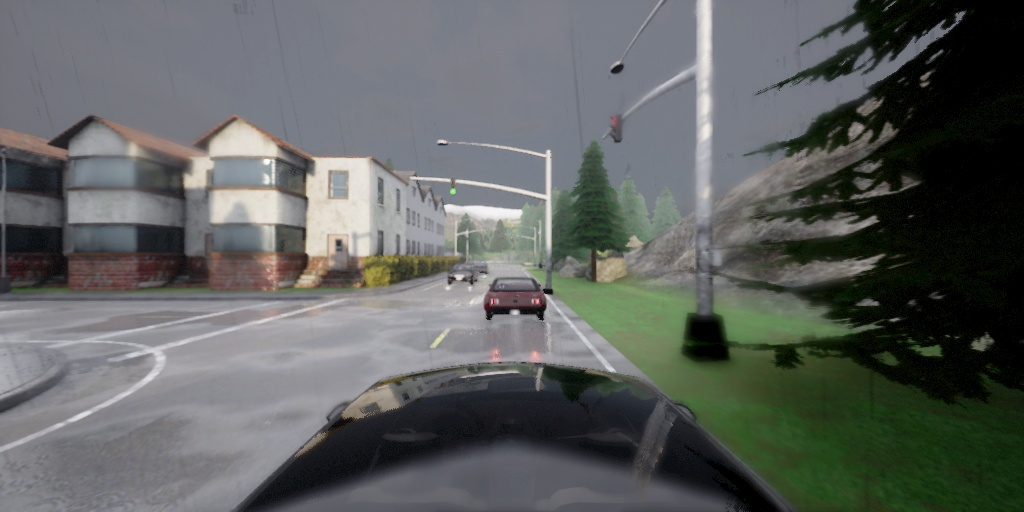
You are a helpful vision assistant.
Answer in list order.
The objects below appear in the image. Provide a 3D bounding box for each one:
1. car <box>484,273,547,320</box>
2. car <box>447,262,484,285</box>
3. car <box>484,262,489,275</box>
[{"bbox_3d":[0.094,1.376,12.757,1.895,1.301,4.718,0,0,0],"label":"car"},{"bbox_3d":[-3.605,1.298,26.923,2.128,1.511,4.902,0,0,0],"label":"car"},{"bbox_3d":[-3.599,1.384,40.548,2.033,1.411,5.357,0,0,0],"label":"car"}]
